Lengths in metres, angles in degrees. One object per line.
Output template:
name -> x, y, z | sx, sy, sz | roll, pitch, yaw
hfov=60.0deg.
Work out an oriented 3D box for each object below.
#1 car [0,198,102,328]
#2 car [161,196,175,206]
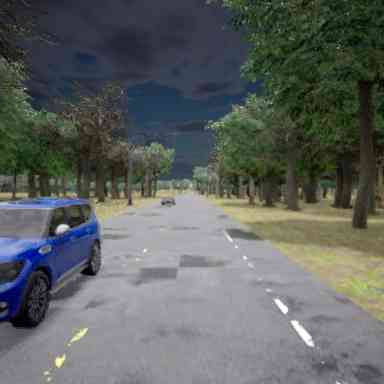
car -> -3.600, 1.186, 7.253 | 2.150, 2.045, 5.566 | 0, 0, 0
car -> -3.564, 1.327, 50.602 | 1.994, 1.385, 4.181 | 0, 0, 0
